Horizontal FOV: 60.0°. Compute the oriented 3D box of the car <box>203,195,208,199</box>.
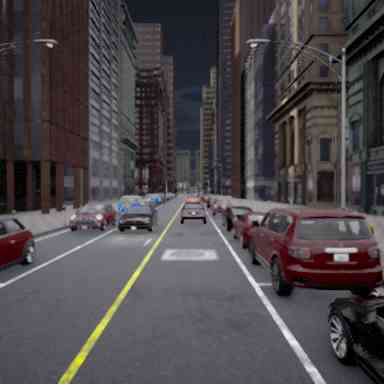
[{"bbox_3d":[2.769,1.420,42.352,1.947,1.339,4.313,0,0,0],"label":"car"}]

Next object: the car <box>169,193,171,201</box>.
[{"bbox_3d":[-5.751,1.351,64.894,1.947,1.339,4.313,0,0,0],"label":"car"}]

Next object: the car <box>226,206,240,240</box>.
[{"bbox_3d":[2.763,1.495,14.171,1.887,1.381,4.507,0,0,0],"label":"car"}]

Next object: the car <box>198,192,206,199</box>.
[{"bbox_3d":[2.778,1.024,93.077,2.192,1.841,5.009,0,0,0],"label":"car"}]

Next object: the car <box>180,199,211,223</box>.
[{"bbox_3d":[0.105,1.460,24.782,2.033,1.411,5.357,0,0,0],"label":"car"}]

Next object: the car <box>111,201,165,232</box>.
[{"bbox_3d":[-3.005,1.478,19.813,2.033,1.411,5.357,0,0,0],"label":"car"}]

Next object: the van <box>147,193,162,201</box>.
[{"bbox_3d":[-5.756,1.178,47.983,1.690,1.788,3.998,0,0,0],"label":"van"}]

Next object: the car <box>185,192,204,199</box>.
[{"bbox_3d":[0.111,1.198,44.901,2.097,1.767,4.553,0,0,0],"label":"car"}]

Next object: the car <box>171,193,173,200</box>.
[{"bbox_3d":[-5.750,1.334,70.530,1.947,1.339,4.313,0,0,0],"label":"car"}]

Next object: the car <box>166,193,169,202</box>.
[{"bbox_3d":[-5.753,1.117,59.256,2.192,1.841,5.009,0,0,0],"label":"car"}]

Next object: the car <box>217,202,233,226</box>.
[{"bbox_3d":[2.765,1.496,19.808,1.947,1.339,4.313,0,0,0],"label":"car"}]

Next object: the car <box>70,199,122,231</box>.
[{"bbox_3d":[-5.761,1.370,19.801,1.967,1.590,4.097,0,0,0],"label":"car"}]

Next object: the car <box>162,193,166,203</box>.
[{"bbox_3d":[-5.754,1.259,53.620,1.967,1.590,4.097,0,0,0],"label":"car"}]

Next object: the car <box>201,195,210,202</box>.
[{"bbox_3d":[2.775,1.350,70.534,1.802,1.307,4.206,0,0,0],"label":"car"}]

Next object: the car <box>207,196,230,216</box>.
[{"bbox_3d":[2.766,1.331,31.079,1.967,1.590,4.097,0,0,0],"label":"car"}]

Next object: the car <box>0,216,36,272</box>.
[{"bbox_3d":[-5.763,1.410,8.527,1.967,1.590,4.097,0,0,0],"label":"car"}]

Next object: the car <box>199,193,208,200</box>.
[{"bbox_3d":[2.777,1.177,81.806,1.967,1.590,4.097,0,0,0],"label":"car"}]

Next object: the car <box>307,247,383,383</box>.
[{"bbox_3d":[2.761,1.556,2.898,1.947,1.339,4.313,0,0,0],"label":"car"}]

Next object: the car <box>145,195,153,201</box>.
[{"bbox_3d":[-5.757,1.398,36.541,1.752,1.417,4.829,0,0,0],"label":"car"}]

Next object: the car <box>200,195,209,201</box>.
[{"bbox_3d":[2.776,1.334,76.171,1.802,1.307,4.206,0,0,0],"label":"car"}]

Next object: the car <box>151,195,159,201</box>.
[{"bbox_3d":[-5.756,1.405,42.347,2.008,1.369,4.403,0,0,0],"label":"car"}]

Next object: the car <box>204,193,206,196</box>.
[{"bbox_3d":[2.773,1.384,59.261,1.802,1.307,4.206,0,0,0],"label":"car"}]

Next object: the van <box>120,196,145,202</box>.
[{"bbox_3d":[-5.759,1.232,31.073,1.690,1.788,3.998,0,0,0],"label":"van"}]

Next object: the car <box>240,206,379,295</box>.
[{"bbox_3d":[2.761,1.285,8.534,2.192,1.841,5.009,0,0,0],"label":"car"}]
